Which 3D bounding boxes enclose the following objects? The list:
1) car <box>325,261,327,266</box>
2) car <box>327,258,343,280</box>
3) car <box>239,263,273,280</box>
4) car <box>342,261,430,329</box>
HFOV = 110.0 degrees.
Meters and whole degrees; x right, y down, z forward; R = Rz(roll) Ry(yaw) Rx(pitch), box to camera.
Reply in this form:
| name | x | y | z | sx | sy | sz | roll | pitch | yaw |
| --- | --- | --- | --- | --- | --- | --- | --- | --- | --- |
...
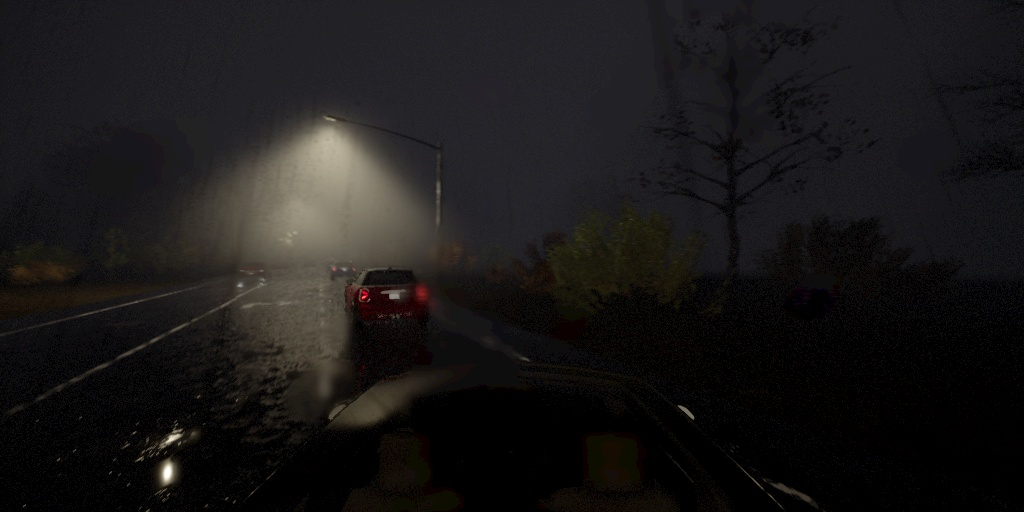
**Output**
| name | x | y | z | sx | sy | sz | roll | pitch | yaw |
| --- | --- | --- | --- | --- | --- | --- | --- | --- | --- |
| car | -25.378 | 1.425 | 51.392 | 1.837 | 1.490 | 4.892 | 1 | 0 | -28 |
| car | -15.571 | 1.226 | 33.041 | 2.097 | 1.767 | 4.553 | 1 | -1 | -28 |
| car | -23.169 | 1.325 | 32.577 | 1.812 | 1.442 | 4.674 | 1 | 0 | -27 |
| car | -4.267 | 1.151 | 11.883 | 2.097 | 1.767 | 4.553 | 1 | -1 | -28 |
